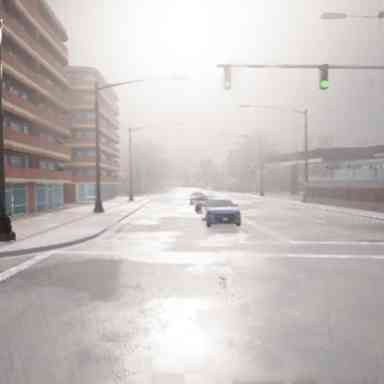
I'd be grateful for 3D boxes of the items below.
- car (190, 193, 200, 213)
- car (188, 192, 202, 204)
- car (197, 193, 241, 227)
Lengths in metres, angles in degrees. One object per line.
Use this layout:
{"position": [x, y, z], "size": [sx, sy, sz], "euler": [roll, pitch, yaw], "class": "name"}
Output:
{"position": [1.124, 1.006, 28.919], "size": [1.895, 1.301, 4.718], "euler": [-1, 1, -3], "class": "car"}
{"position": [0.628, 0.719, 39.237], "size": [1.812, 1.442, 4.674], "euler": [-1, 1, -3], "class": "car"}
{"position": [1.591, 1.074, 19.601], "size": [1.882, 1.535, 5.008], "euler": [-1, 1, -3], "class": "car"}
